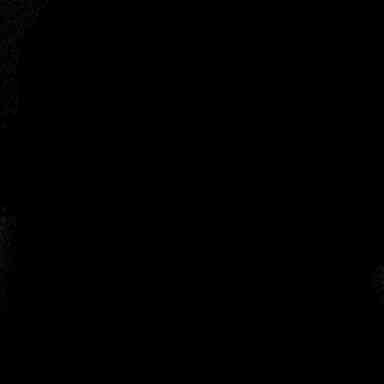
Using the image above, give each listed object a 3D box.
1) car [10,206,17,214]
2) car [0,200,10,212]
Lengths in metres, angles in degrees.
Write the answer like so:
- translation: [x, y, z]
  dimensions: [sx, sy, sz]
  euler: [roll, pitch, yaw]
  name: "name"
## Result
- translation: [-16.183, 1.567, 33.521]
  dimensions: [1.802, 1.307, 4.206]
  euler: [0, -1, 36]
  name: "car"
- translation: [-19.328, 1.224, 29.133]
  dimensions: [2.192, 1.841, 5.009]
  euler: [0, -1, 36]
  name: "car"
